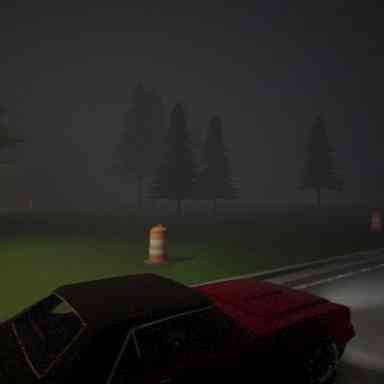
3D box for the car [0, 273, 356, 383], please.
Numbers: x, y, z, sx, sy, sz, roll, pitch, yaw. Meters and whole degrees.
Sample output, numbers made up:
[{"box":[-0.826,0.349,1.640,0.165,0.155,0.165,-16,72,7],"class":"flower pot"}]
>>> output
[{"box":[-0.304,1.601,3.531,4.718,1.301,1.895,0,0,-36],"class":"car"}]
